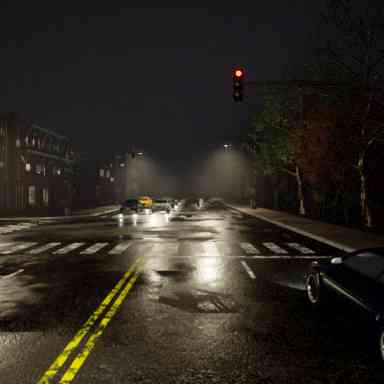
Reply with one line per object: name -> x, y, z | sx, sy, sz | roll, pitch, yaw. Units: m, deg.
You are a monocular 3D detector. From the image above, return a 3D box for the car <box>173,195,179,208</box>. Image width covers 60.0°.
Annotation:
car -> -3.361, 1.477, 46.253 | 2.128, 1.511, 4.902 | 0, 0, 0

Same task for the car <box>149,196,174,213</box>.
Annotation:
car -> -3.358, 1.515, 36.985 | 1.812, 1.442, 4.674 | 0, 0, 0

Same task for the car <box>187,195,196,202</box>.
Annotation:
car -> -0.040, 1.494, 78.836 | 2.128, 1.511, 4.902 | 0, 0, 0

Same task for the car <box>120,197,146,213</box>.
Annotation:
car -> -6.637, 1.515, 36.831 | 1.812, 1.442, 4.674 | 0, 0, 1

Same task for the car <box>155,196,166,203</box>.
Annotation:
car -> -6.535, 1.575, 69.069 | 1.895, 1.301, 4.718 | 0, 0, 0

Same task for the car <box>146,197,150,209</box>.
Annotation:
car -> -6.610, 1.463, 45.916 | 1.882, 1.535, 5.008 | 0, 0, 0

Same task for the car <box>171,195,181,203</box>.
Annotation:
car -> -3.285, 1.452, 69.516 | 1.882, 1.535, 5.008 | 0, 0, 0

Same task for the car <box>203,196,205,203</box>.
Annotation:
car -> 3.284, 1.519, 70.662 | 2.033, 1.411, 5.357 | 0, 0, 0

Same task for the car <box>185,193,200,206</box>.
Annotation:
car -> 0.075, 1.203, 53.713 | 2.150, 2.045, 5.566 | 0, 0, 0

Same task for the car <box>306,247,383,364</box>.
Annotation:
car -> 3.335, 1.563, 5.302 | 1.994, 1.385, 4.181 | 0, 0, 1

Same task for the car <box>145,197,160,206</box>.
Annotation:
car -> -6.604, 1.544, 55.826 | 1.994, 1.385, 4.181 | 0, 0, 0

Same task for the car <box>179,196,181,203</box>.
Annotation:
car -> -3.348, 1.582, 56.332 | 1.895, 1.301, 4.718 | 0, 0, 0

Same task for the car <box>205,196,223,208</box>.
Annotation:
car -> 3.328, 1.476, 46.782 | 2.128, 1.511, 4.902 | 0, 0, 0
